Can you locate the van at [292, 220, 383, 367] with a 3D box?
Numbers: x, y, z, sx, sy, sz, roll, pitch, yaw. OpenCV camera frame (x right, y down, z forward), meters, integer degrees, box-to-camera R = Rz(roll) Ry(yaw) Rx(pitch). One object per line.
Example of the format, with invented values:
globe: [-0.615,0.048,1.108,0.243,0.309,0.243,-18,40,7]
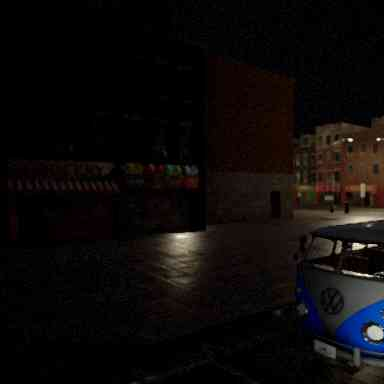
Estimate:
van: [3.282,1.333,5.159,3.998,1.788,1.690,0,0,-35]
